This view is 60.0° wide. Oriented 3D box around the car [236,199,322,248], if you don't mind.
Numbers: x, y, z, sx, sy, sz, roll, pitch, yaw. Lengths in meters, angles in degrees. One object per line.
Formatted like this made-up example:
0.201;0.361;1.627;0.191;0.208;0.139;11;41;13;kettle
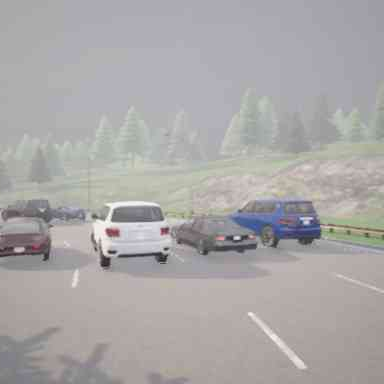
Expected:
3.618;1.361;15.878;2.150;2.045;5.566;0;-1;-22;car

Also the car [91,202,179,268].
-2.415;1.376;12.294;2.150;2.045;5.566;0;-1;-20;car

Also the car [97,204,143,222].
-6.835;1.901;31.179;4.892;1.490;1.837;-1;-1;45;car

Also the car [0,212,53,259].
-6.470;1.721;12.864;1.812;1.442;4.674;0;-1;-23;car

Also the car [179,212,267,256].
0.674;1.694;14.020;2.033;1.411;5.357;0;-1;-21;car

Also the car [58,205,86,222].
-11.592;1.958;30.755;4.674;1.442;1.812;-1;-1;40;car

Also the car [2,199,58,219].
-14.131;1.651;28.485;5.566;2.045;2.150;-1;-1;40;car
